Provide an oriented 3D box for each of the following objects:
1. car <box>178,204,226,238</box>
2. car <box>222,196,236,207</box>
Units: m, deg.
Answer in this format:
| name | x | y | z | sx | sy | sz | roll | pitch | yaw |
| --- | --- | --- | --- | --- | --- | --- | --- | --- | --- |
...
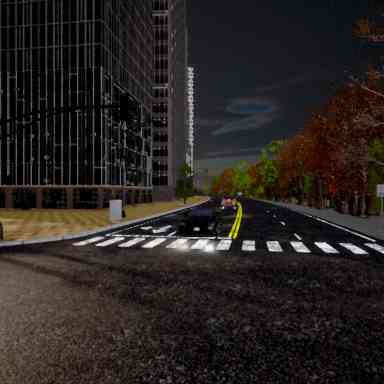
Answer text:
| name | x | y | z | sx | sy | sz | roll | pitch | yaw |
| --- | --- | --- | --- | --- | --- | --- | --- | --- | --- |
| car | 0.547 | 1.571 | 17.801 | 1.994 | 1.385 | 4.181 | 0 | 0 | 10 |
| car | 5.584 | 1.349 | 50.058 | 2.097 | 1.767 | 4.553 | 0 | 0 | 8 |
